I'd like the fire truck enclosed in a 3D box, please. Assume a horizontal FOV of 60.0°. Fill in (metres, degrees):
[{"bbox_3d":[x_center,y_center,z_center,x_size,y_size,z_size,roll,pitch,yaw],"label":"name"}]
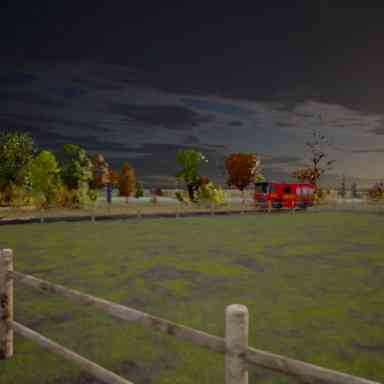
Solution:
[{"bbox_3d":[11.971,0.386,43.330,8.468,3.827,2.891,0,0,-32],"label":"fire truck"}]
